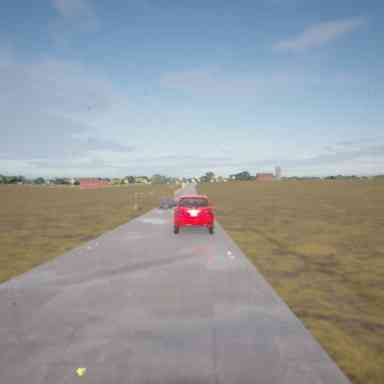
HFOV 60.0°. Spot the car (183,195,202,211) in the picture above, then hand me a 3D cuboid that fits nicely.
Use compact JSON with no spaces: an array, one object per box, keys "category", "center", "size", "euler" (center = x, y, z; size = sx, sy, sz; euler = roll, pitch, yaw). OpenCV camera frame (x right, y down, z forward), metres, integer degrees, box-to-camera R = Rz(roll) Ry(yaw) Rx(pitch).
[{"category":"car","center":[0.082,1.247,39.210],"size":[2.097,1.767,4.553],"euler":[0,0,0]}]

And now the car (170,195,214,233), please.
[{"category":"car","center":[0.095,1.198,19.519],"size":[2.150,2.045,5.566],"euler":[0,0,0]}]

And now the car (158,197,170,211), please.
[{"category":"car","center":[-2.855,1.401,39.075],"size":[1.837,1.490,4.892],"euler":[0,0,0]}]
